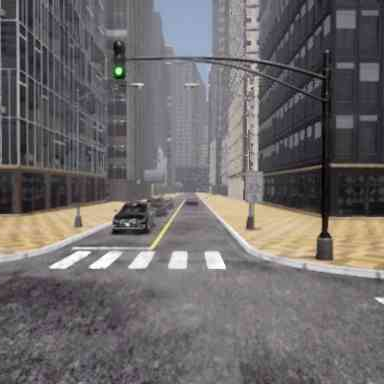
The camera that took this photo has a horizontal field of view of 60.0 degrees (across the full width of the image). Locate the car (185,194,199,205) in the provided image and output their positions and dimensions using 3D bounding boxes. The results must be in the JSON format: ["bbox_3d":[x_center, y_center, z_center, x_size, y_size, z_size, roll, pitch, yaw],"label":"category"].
[{"bbox_3d":[-0.012,1.141,48.101,2.033,1.411,5.357,0,0,0],"label":"car"}]

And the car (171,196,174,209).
[{"bbox_3d":[-3.096,1.144,39.039,2.128,1.511,4.902,0,0,0],"label":"car"}]

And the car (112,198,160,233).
[{"bbox_3d":[-3.097,1.319,18.497,1.837,1.490,4.892,0,0,0],"label":"car"}]

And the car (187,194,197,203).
[{"bbox_3d":[-0.015,1.043,58.518,1.812,1.442,4.674,0,0,0],"label":"car"}]

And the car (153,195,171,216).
[{"bbox_3d":[-3.100,1.238,28.818,1.837,1.490,4.892,0,0,0],"label":"car"}]
